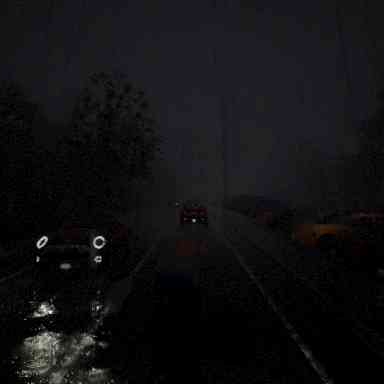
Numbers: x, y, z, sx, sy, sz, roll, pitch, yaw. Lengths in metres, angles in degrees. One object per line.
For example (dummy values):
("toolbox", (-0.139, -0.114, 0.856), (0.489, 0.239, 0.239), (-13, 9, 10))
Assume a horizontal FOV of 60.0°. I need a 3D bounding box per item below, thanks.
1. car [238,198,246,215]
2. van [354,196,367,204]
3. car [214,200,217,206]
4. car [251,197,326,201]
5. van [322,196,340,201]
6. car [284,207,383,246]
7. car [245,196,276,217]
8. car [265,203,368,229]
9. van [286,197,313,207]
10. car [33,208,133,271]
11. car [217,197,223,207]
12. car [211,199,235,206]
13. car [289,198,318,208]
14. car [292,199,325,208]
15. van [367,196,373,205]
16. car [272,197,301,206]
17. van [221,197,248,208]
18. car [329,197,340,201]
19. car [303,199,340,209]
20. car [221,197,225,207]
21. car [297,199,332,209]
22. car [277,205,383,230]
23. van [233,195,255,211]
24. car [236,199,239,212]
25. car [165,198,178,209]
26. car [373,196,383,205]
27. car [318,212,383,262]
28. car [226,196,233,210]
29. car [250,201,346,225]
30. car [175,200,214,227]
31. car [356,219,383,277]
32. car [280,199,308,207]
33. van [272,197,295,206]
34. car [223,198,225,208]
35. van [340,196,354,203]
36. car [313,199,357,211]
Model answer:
("car", (7.091, 1.609, 30.282), (5.008, 1.535, 2.097), (0, 0, 0))
("van", (20.313, 1.403, 35.641), (4.442, 1.987, 1.878), (0, 0, 0))
("car", (7.253, 2.165, 63.570), (4.792, 1.488, 2.163), (0, -1, 0))
("car", (7.044, 1.461, 24.731), (4.553, 1.767, 2.185), (0, 0, 0))
("van", (20.112, 1.509, 43.935), (4.442, 1.987, 1.878), (0, -1, 0))
("car", (6.848, 1.537, 13.626), (5.366, 1.575, 1.946), (0, 0, 0))
("car", (7.055, 1.472, 27.506), (4.553, 1.767, 2.185), (0, 0, 0))
("car", (7.048, 1.564, 19.178), (4.892, 1.521, 2.231), (0, 0, 0))
("van", (20.419, 1.902, 63.321), (4.442, 1.987, 1.878), (0, -1, 0))
("car", (-3.340, 1.384, 11.042), (2.097, 1.767, 4.553), (0, 0, 0))
("car", (7.197, 1.966, 55.245), (5.008, 1.535, 2.097), (0, -1, 0))
("car", (7.091, 2.462, 77.434), (5.366, 1.575, 1.946), (0, -2, 0))
("car", (20.261, 1.946, 60.551), (4.553, 1.767, 2.185), (0, -1, 0))
("car", (20.277, 2.018, 57.903), (5.008, 1.535, 2.097), (0, -1, 0))
("van", (20.304, 1.392, 32.996), (4.442, 1.987, 1.878), (0, 0, 0))
("car", (20.362, 2.052, 71.628), (5.566, 2.045, 2.435), (0, -2, 0))
("van", (7.319, 1.797, 58.025), (4.442, 1.987, 1.878), (0, -1, 0))
("car", (20.223, 1.679, 41.161), (5.008, 1.535, 2.097), (0, -1, 0))
("car", (20.254, 1.904, 52.238), (4.892, 1.521, 2.231), (0, -1, 0))
("car", (7.141, 1.884, 49.694), (4.792, 1.488, 2.163), (0, -1, 0))
("car", (20.266, 1.959, 55.008), (5.008, 1.535, 2.097), (0, -1, 0))
("car", (7.050, 1.553, 16.401), (4.892, 1.521, 2.231), (0, 0, 0))
("van", (7.001, 1.407, 35.836), (4.442, 1.987, 1.878), (0, 0, 0))
("car", (7.110, 1.661, 33.058), (4.674, 1.452, 2.002), (0, 0, 0))
("car", (-3.196, 1.815, 54.225), (2.097, 1.767, 4.553), (0, -1, 1))
("car", (20.148, 1.355, 30.226), (5.566, 2.045, 2.435), (0, 0, 0))
("car", (6.993, 1.558, 10.849), (4.792, 1.488, 2.163), (0, 0, 0))
("car", (7.157, 1.393, 38.612), (5.566, 2.045, 2.435), (0, 0, 0))
("car", (6.879, 1.572, 21.954), (5.366, 1.575, 1.946), (0, 0, 0))
("car", (0.133, 1.574, 23.234), (2.128, 1.511, 4.902), (0, 0, 0))
("car", (6.983, 1.546, 8.073), (4.792, 1.488, 2.163), (0, 0, 0))
("car", (20.307, 2.185, 66.087), (4.892, 1.521, 2.231), (0, -1, 0))
("van", (20.463, 2.153, 74.518), (4.442, 1.987, 1.878), (0, -2, 0))
("car", (7.163, 1.838, 46.917), (4.674, 1.452, 2.002), (0, -1, 0))
("van", (20.091, 1.415, 38.545), (4.442, 1.987, 1.878), (0, -1, 0))
("car", (20.055, 1.788, 46.699), (5.366, 1.575, 1.946), (0, -1, 0))
